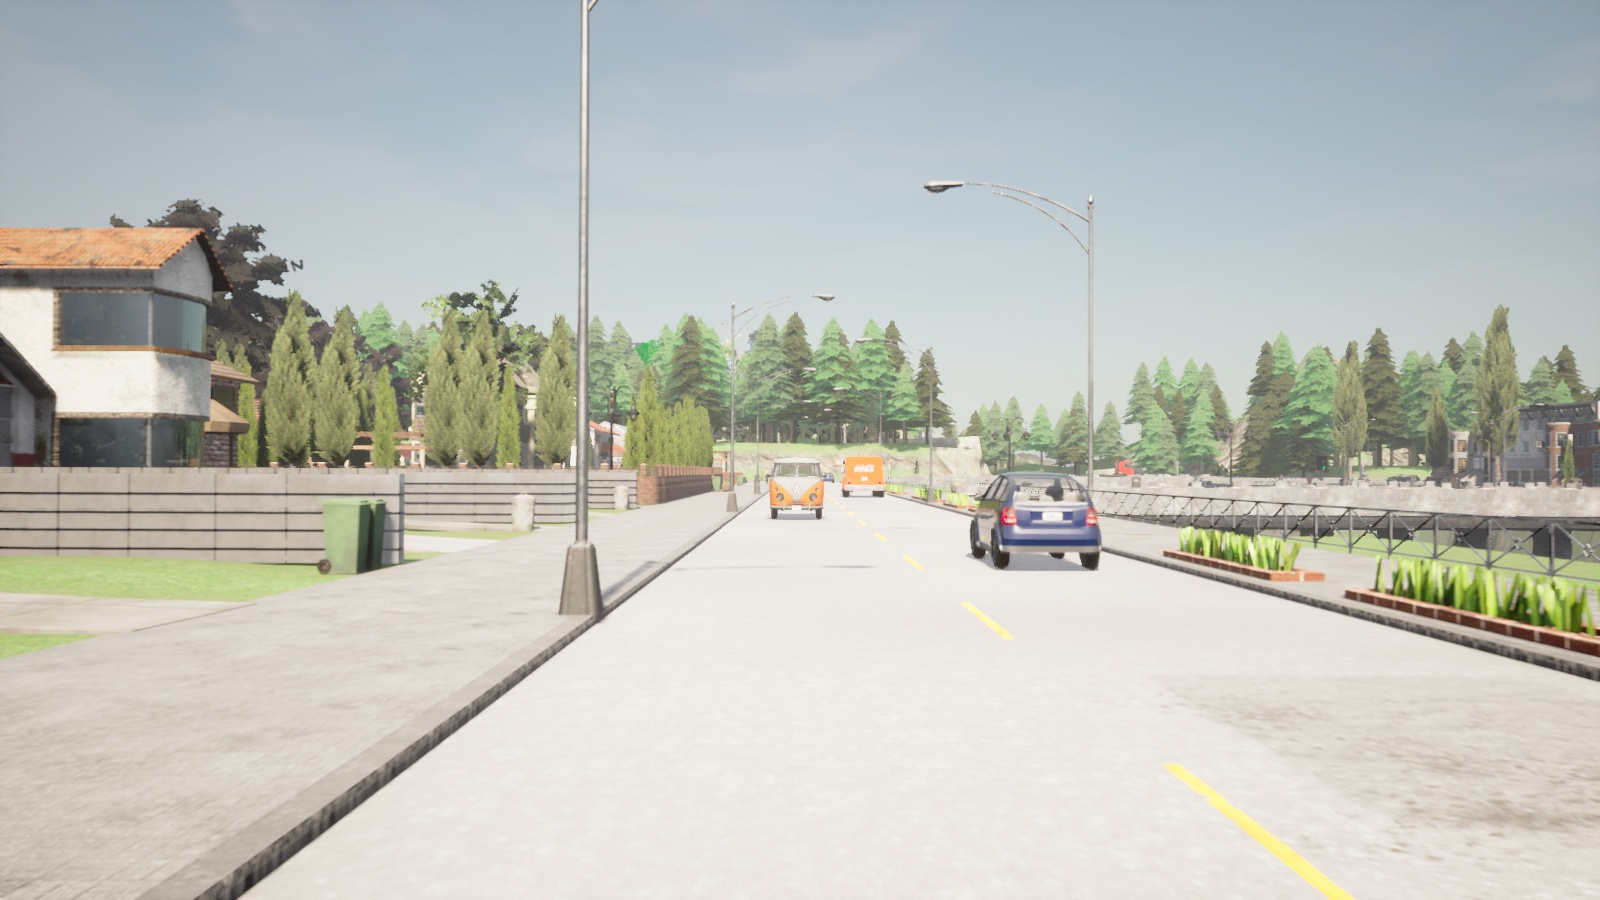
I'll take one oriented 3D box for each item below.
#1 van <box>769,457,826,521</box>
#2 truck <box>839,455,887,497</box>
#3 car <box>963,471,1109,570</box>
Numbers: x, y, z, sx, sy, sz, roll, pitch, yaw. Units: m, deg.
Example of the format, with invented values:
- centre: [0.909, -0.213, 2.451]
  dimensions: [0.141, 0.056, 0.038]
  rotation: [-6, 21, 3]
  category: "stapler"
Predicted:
- centre: [-0.099, 1.263, 41.501]
  dimensions: [1.775, 1.987, 4.442]
  rotation: [0, -1, 0]
  category: "van"
- centre: [3.816, 1.602, 77.002]
  dimensions: [2.627, 2.467, 5.204]
  rotation: [0, -1, 0]
  category: "truck"
- centre: [3.949, 1.139, 21.608]
  dimensions: [1.789, 1.549, 3.705]
  rotation: [0, -1, 0]
  category: "car"
